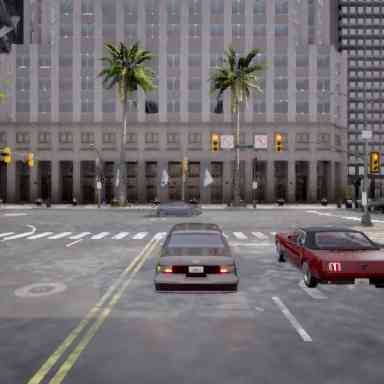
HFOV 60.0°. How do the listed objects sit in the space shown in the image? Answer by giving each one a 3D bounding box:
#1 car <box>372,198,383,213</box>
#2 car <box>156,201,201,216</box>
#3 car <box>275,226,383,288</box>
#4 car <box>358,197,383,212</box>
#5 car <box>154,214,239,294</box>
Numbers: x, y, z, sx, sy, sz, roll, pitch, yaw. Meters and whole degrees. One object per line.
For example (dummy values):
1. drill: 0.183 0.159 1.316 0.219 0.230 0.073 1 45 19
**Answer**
1. car: 21.677 1.601 34.282 4.718 1.301 1.895 0 0 0
2. car: -1.209 1.565 30.698 4.181 1.385 1.994 0 0 0
3. car: 3.646 1.601 9.216 1.895 1.301 4.718 0 0 2
4. car: 21.412 1.352 37.784 4.553 1.767 2.097 0 0 0
5. car: 0.099 1.547 8.950 2.033 1.411 5.357 0 0 0
